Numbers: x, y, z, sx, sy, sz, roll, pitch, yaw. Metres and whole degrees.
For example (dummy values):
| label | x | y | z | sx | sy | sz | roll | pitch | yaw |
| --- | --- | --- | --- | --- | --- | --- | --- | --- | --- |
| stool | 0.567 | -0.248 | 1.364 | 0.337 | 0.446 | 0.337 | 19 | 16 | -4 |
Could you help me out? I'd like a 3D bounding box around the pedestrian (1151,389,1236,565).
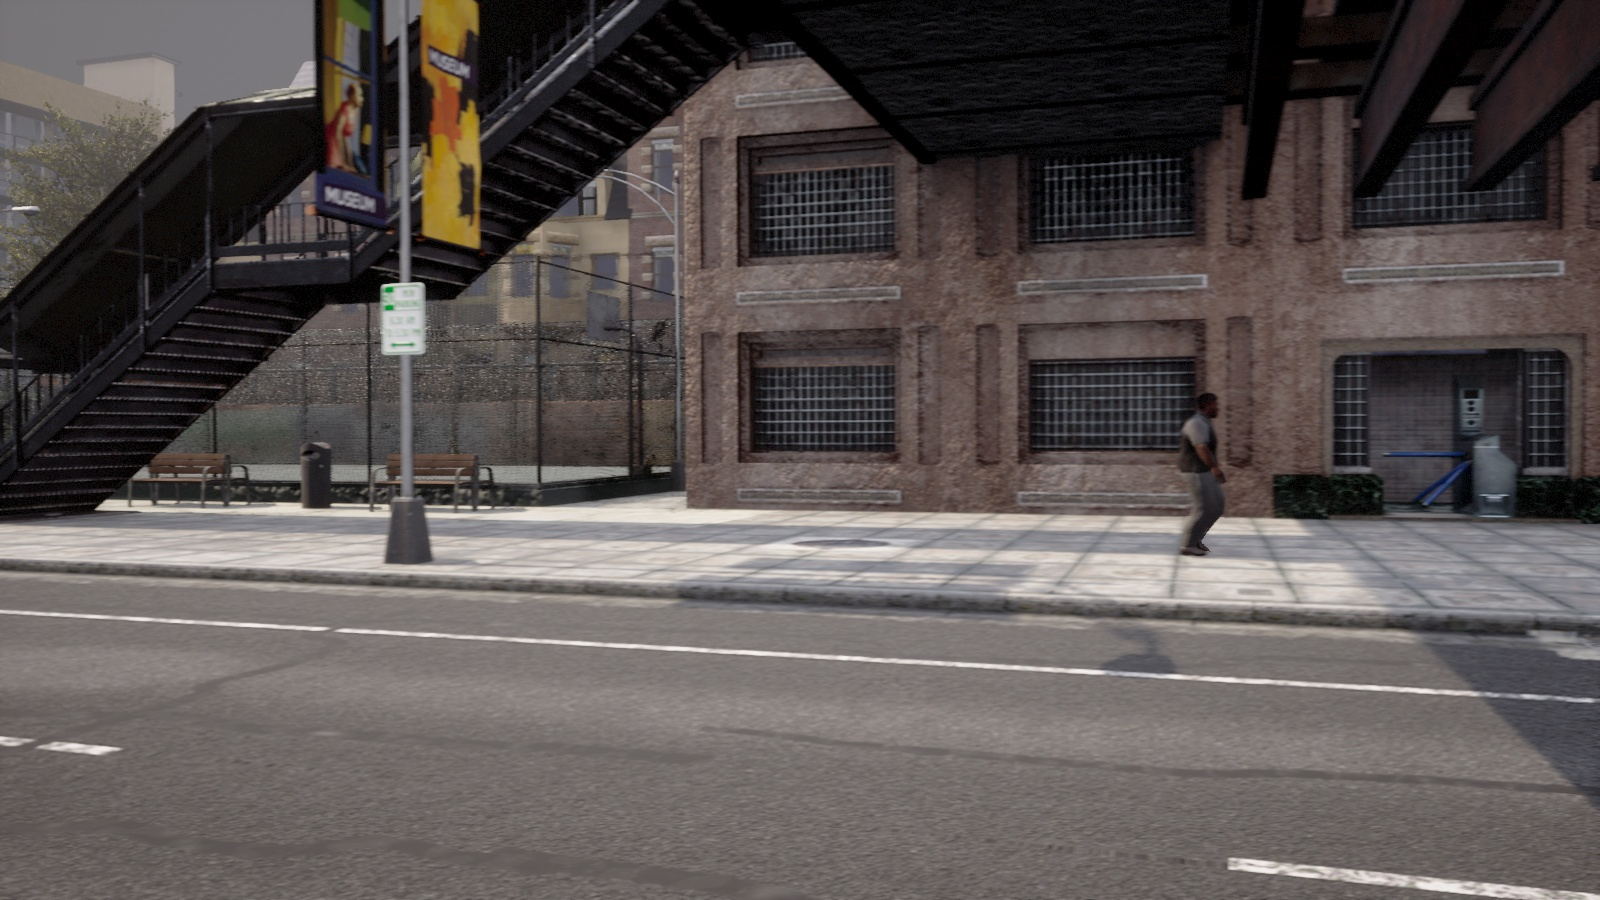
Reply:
| label | x | y | z | sx | sy | sz | roll | pitch | yaw |
| --- | --- | --- | --- | --- | --- | --- | --- | --- | --- |
| pedestrian | 4.340 | 0.278 | 13.832 | 0.849 | 1.883 | 0.563 | 1 | 1 | 20 |
